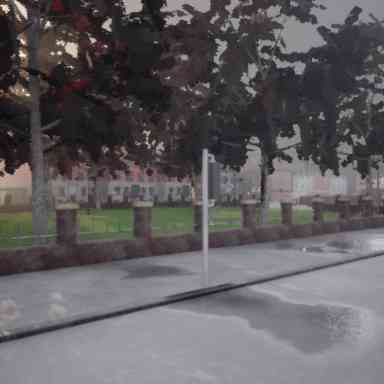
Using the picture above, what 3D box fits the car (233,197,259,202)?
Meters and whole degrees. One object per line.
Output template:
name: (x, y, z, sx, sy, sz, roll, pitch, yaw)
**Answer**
car: (9.164, 1.577, 56.485, 1.895, 1.301, 4.718, 0, 0, -35)
